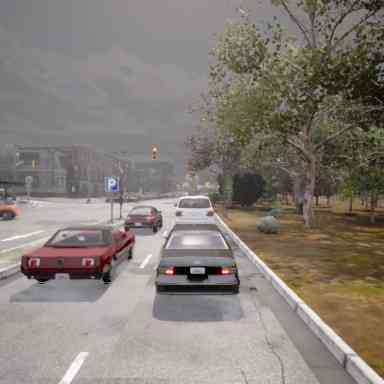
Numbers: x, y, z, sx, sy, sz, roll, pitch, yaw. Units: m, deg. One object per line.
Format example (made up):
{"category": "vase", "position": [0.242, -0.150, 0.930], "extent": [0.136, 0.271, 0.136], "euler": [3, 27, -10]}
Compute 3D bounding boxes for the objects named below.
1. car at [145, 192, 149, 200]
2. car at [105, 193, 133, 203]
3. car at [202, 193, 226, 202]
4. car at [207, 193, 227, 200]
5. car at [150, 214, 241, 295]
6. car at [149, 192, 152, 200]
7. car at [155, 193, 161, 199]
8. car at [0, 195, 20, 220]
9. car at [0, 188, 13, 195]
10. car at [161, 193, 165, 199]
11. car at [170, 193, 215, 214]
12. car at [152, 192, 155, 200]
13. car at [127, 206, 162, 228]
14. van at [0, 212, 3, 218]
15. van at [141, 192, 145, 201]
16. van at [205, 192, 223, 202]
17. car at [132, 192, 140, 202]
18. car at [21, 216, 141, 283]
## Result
{"category": "car", "position": [-13.058, 1.323, 76.802], "extent": [4.892, 1.521, 2.231], "euler": [-1, 0, -14]}
{"category": "car", "position": [-14.483, 1.359, 64.846], "extent": [4.792, 1.488, 2.163], "euler": [-1, 0, -15]}
{"category": "car", "position": [4.625, 1.143, 70.421], "extent": [4.553, 1.767, 2.185], "euler": [1, 0, -14]}
{"category": "car", "position": [6.407, 1.130, 85.122], "extent": [4.553, 1.767, 2.185], "euler": [1, 0, -12]}
{"category": "car", "position": [0.102, 1.556, 8.874], "extent": [2.033, 1.411, 5.357], "euler": [0, 0, 0]}
{"category": "car", "position": [-12.687, 1.361, 79.797], "extent": [4.674, 1.452, 2.002], "euler": [-1, 0, -13]}
{"category": "car", "position": [-11.506, 1.358, 88.782], "extent": [4.674, 1.452, 2.002], "euler": [-1, 0, -12]}
{"category": "car", "position": [-16.643, 1.405, 27.038], "extent": [4.553, 1.767, 2.185], "euler": [-1, 0, -19]}
{"category": "car", "position": [-31.198, 0.138, 55.704], "extent": [2.002, 1.452, 4.674], "euler": [6, -3, -19]}
{"category": "car", "position": [-11.057, 1.066, 91.788], "extent": [5.566, 2.045, 2.435], "euler": [-1, 0, -12]}
{"category": "car", "position": [0.141, 1.246, 19.123], "extent": [2.150, 2.045, 5.566], "euler": [0, 0, 0]}
{"category": "car", "position": [-12.317, 1.360, 82.799], "extent": [4.674, 1.452, 2.002], "euler": [-1, 0, -13]}
{"category": "car", "position": [-2.845, 1.552, 19.985], "extent": [1.812, 1.442, 4.674], "euler": [0, 0, 1]}
{"category": "van", "position": [-16.616, 1.298, 24.060], "extent": [4.442, 1.987, 1.878], "euler": [-1, 0, -19]}
{"category": "van", "position": [-13.284, 1.094, 73.830], "extent": [4.442, 1.987, 1.878], "euler": [-1, 0, -14]}
{"category": "van", "position": [4.243, 1.044, 67.451], "extent": [4.442, 1.987, 1.878], "euler": [1, 0, -14]}
{"category": "car", "position": [-13.840, 1.316, 67.838], "extent": [5.366, 1.575, 1.946], "euler": [-1, 0, -15]}
{"category": "car", "position": [-2.897, 1.611, 9.673], "extent": [1.895, 1.301, 4.718], "euler": [0, 0, 0]}
